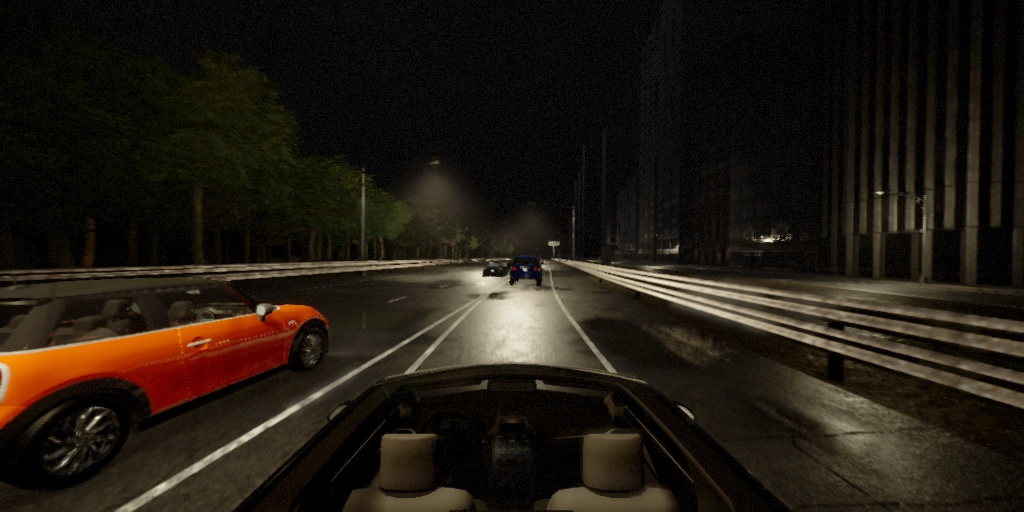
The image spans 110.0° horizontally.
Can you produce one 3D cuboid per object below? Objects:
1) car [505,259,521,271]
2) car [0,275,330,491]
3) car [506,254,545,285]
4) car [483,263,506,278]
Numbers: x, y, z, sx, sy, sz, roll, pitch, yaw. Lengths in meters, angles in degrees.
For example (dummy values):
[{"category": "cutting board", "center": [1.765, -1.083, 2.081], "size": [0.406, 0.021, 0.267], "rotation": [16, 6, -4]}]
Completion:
[{"category": "car", "center": [0.237, 1.284, 52.281], "size": [1.837, 1.490, 4.892], "rotation": [1, 0, 6]}, {"category": "car", "center": [-4.547, 1.062, 4.791], "size": [2.097, 1.767, 4.553], "rotation": [1, 0, 6]}, {"category": "car", "center": [1.131, 0.999, 26.348], "size": [2.150, 2.045, 5.566], "rotation": [0, 0, 6]}, {"category": "car", "center": [-1.560, 1.318, 34.352], "size": [1.994, 1.385, 4.181], "rotation": [1, 0, 6]}]
